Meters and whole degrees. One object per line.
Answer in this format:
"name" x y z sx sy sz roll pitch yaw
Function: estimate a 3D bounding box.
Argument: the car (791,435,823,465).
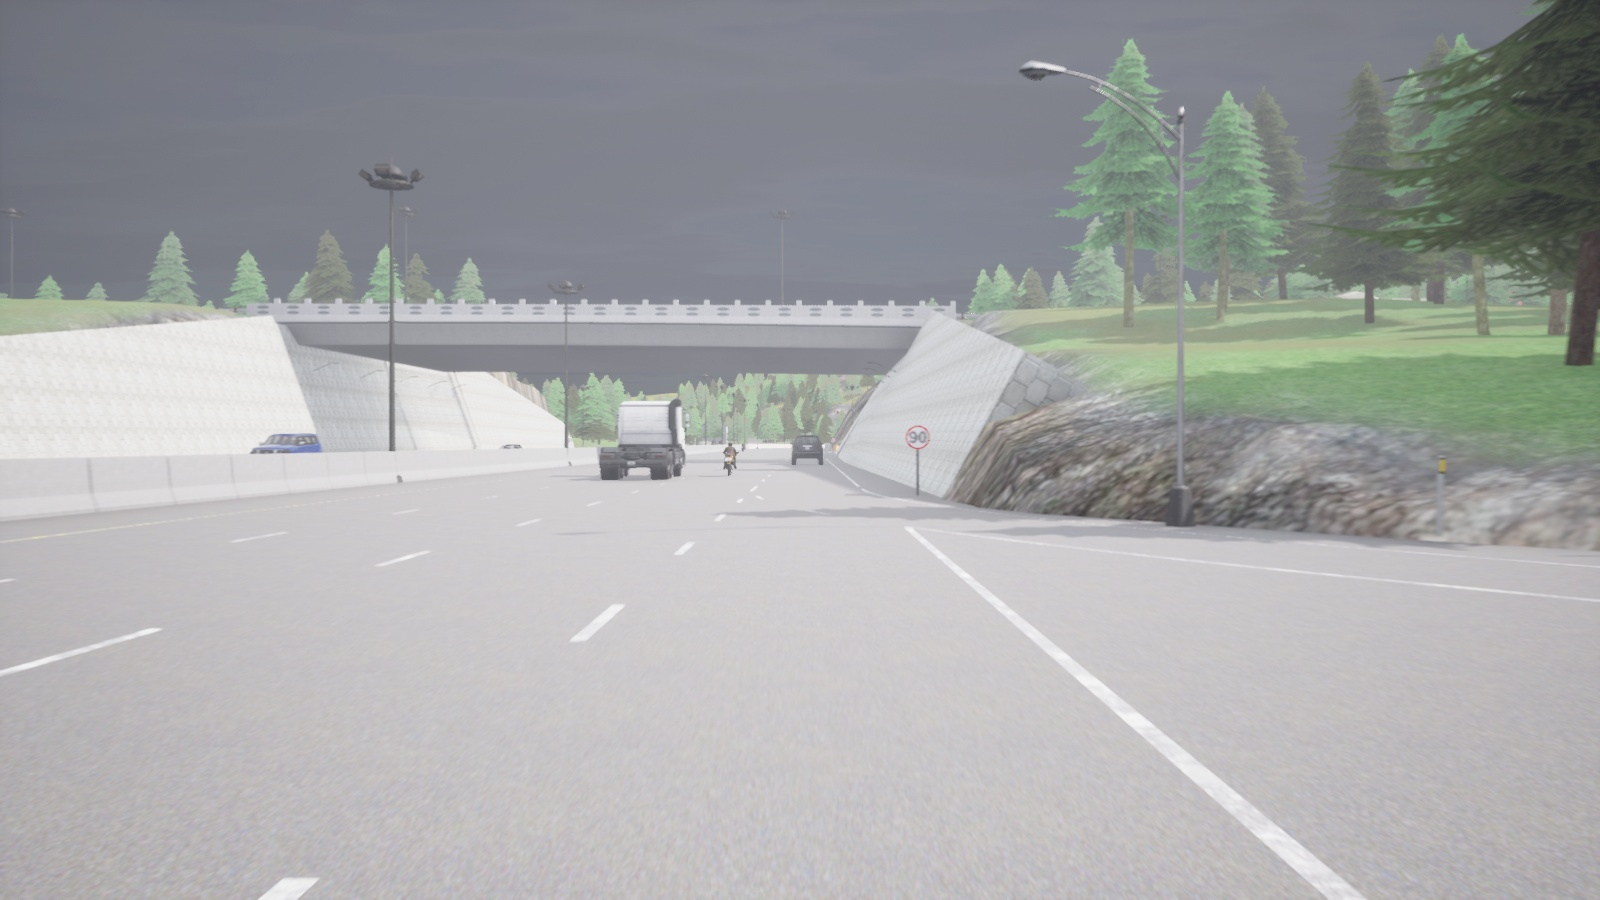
"car" 0.512 -0.021 87.311 2.150 2.045 5.566 0 0 0

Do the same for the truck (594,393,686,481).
"truck" -6.679 -0.539 53.595 2.891 3.462 7.936 0 0 0

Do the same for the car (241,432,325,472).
"car" -27.603 0.068 67.252 2.150 2.045 5.566 0 0 0

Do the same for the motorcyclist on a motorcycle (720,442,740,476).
"motorcyclist on a motorcycle" -3.162 0.409 56.811 0.797 1.523 2.044 0 0 0
